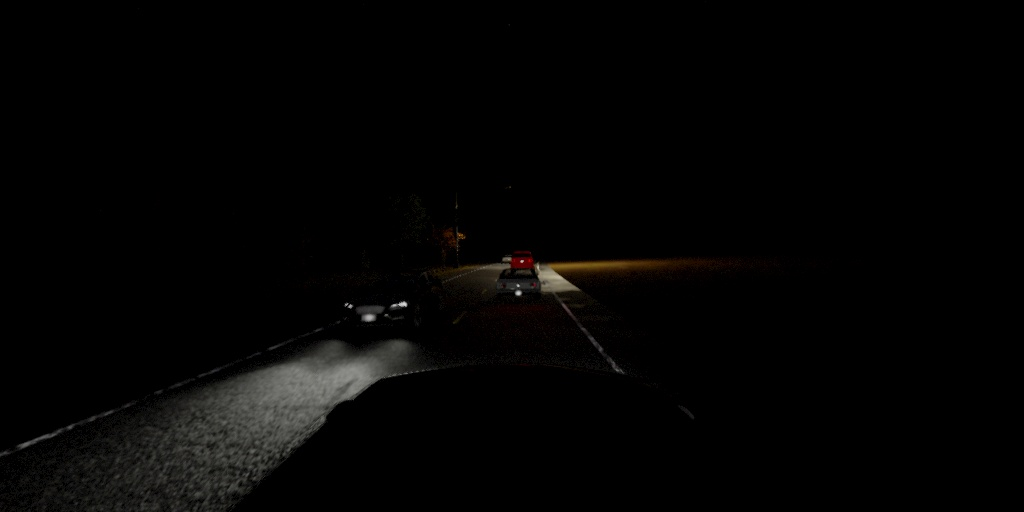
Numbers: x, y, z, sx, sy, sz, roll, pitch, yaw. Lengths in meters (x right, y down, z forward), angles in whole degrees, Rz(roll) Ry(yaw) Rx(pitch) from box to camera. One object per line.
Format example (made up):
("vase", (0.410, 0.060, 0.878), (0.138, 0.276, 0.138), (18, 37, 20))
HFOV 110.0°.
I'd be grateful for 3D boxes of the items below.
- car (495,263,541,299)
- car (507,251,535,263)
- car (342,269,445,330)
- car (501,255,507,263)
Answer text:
("car", (0.329, 1.180, 16.622), (1.895, 1.301, 4.718), (-1, 1, 2))
("car", (1.047, 0.577, 35.228), (2.150, 2.045, 5.566), (-1, 1, 3))
("car", (-3.351, 1.177, 10.948), (2.128, 1.511, 4.902), (-1, 1, 1))
("car", (-0.707, 0.571, 63.243), (1.812, 1.442, 4.674), (-1, 1, 5))
